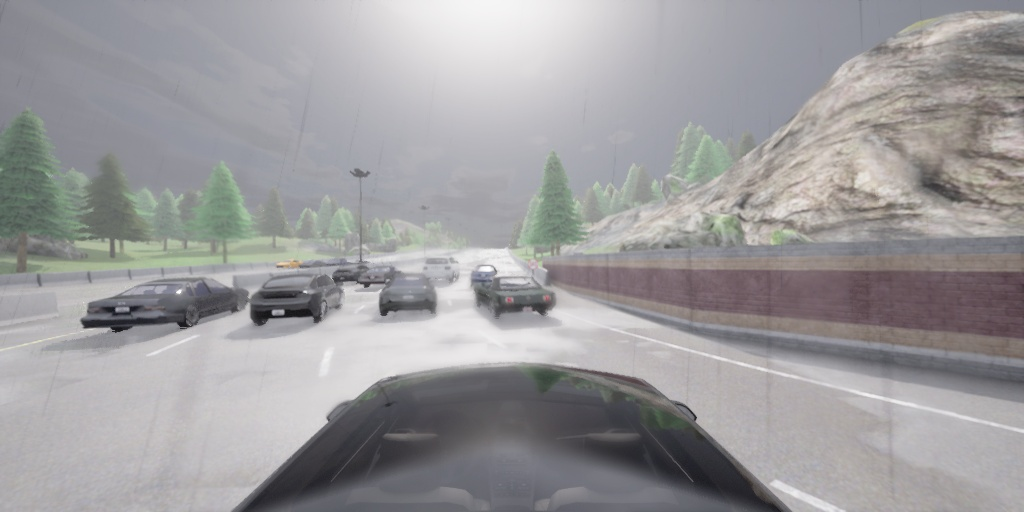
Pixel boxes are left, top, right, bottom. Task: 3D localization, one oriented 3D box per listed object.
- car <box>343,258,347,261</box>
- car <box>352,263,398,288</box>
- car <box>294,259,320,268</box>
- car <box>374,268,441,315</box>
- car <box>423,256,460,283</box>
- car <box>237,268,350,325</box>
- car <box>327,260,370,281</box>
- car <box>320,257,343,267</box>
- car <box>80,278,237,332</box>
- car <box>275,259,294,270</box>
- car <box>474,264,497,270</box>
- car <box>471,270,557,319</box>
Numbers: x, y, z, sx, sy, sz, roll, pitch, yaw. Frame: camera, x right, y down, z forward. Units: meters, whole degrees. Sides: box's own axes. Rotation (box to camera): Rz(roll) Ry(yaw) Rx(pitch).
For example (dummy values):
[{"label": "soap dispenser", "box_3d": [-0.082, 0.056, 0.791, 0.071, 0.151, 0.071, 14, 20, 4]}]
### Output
[{"label": "car", "box_3d": [-23.855, 1.244, 55.645, 1.895, 1.301, 4.718, -1, 1, -1]}, {"label": "car", "box_3d": [-8.891, 1.396, 25.184, 2.033, 1.411, 5.357, -1, 0, -1]}, {"label": "car", "box_3d": [-30.840, 1.275, 55.530, 2.033, 1.411, 5.357, -1, 1, -1]}, {"label": "car", "box_3d": [-3.947, 1.362, 13.967, 1.994, 1.385, 4.181, -1, 0, -13]}, {"label": "car", "box_3d": [-5.465, 1.012, 28.168, 2.150, 2.045, 5.566, -1, 1, -1]}, {"label": "car", "box_3d": [-7.157, 1.338, 12.376, 1.837, 1.490, 4.892, -1, 0, -15]}, {"label": "car", "box_3d": [-12.465, 1.376, 28.667, 1.837, 1.490, 4.892, -1, 1, -1]}, {"label": "car", "box_3d": [-27.364, 1.030, 56.003, 2.097, 1.767, 4.553, -1, 1, -1]}, {"label": "car", "box_3d": [-10.568, 1.419, 11.576, 2.033, 1.411, 5.357, -1, 0, -14]}, {"label": "car", "box_3d": [-34.336, 1.250, 55.409, 1.882, 1.535, 5.008, -1, 1, -1]}, {"label": "car", "box_3d": [-1.909, 1.307, 25.708, 2.033, 1.411, 5.357, -1, 0, -1]}, {"label": "car", "box_3d": [-0.137, 1.353, 13.021, 1.895, 1.301, 4.718, -1, 0, -16]}]
